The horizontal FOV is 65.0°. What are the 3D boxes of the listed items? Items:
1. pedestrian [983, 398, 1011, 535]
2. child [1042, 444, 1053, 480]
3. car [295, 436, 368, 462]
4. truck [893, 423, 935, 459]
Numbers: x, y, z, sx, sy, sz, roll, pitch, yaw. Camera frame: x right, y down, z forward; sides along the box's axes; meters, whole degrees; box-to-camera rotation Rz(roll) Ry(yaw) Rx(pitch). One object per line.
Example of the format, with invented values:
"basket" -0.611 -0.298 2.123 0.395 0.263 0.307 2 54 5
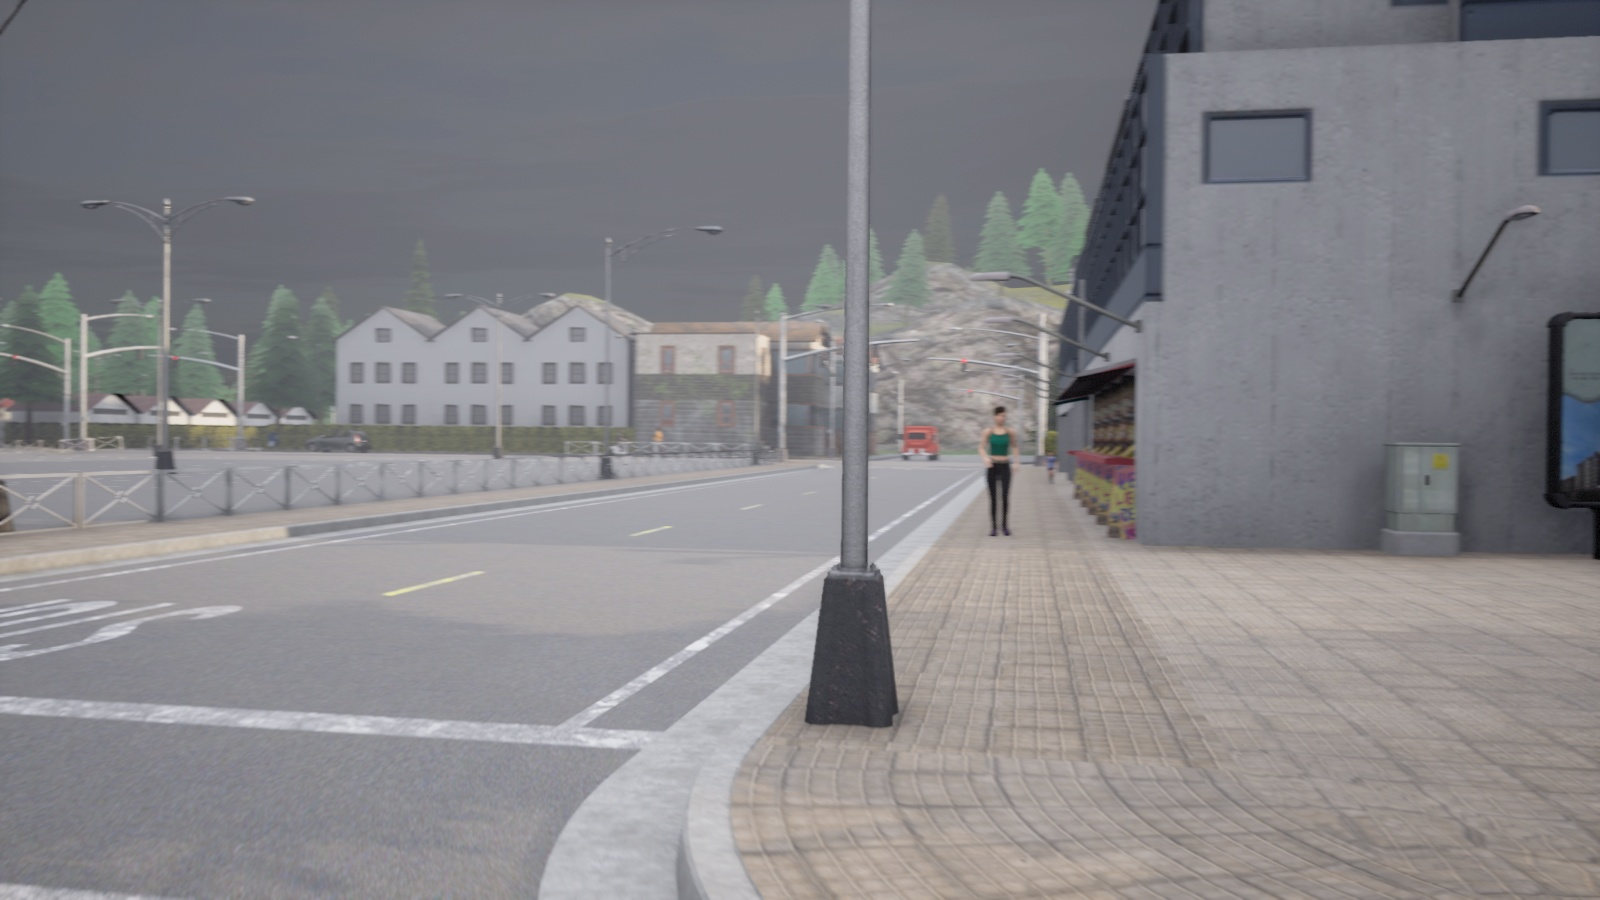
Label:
"pedestrian" 2.681 0.216 17.133 0.345 1.836 0.594 0 1 7
"child" 7.663 0.361 38.905 0.255 1.110 0.394 0 1 24
"car" -30.396 -0.076 81.527 3.988 1.617 1.851 0 1 10
"truck" 8.267 -0.646 90.728 2.627 2.467 5.204 0 1 10
